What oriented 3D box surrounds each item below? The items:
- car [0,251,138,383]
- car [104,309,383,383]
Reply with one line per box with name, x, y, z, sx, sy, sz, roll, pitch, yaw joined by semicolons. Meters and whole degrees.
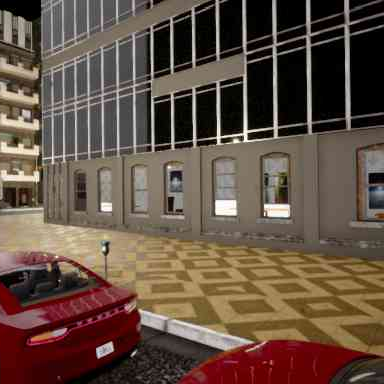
car;-2.738;1.546;4.842;4.507;1.381;1.887;0;-1;36
car;1.833;1.545;1.577;4.507;1.381;1.887;0;-1;36
